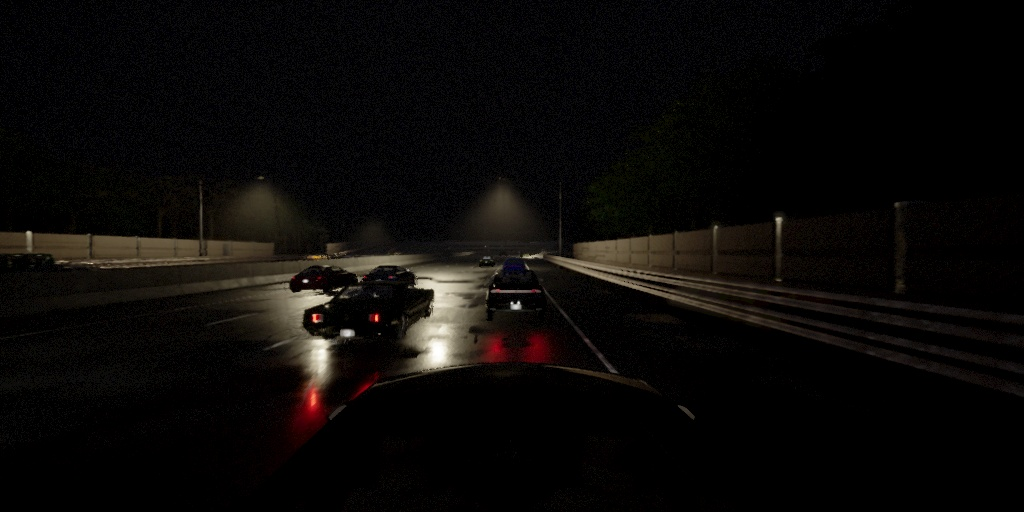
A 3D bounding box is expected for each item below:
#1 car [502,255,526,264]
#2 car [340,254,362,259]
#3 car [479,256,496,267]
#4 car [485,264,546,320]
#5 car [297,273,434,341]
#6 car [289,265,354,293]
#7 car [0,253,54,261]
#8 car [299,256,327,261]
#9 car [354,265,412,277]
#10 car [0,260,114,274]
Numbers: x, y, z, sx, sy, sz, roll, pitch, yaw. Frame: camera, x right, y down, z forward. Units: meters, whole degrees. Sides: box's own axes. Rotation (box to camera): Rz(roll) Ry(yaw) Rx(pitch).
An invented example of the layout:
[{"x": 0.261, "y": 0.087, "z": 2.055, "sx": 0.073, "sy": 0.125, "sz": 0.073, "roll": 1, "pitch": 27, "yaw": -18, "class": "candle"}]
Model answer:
[{"x": 0.196, "y": 0.948, "z": 30.765, "sx": 1.882, "sy": 1.535, "sz": 5.008, "roll": 0, "pitch": 1, "yaw": 0, "class": "car"}, {"x": -24.224, "y": 0.512, "z": 53.977, "sx": 2.128, "sy": 1.511, "sz": 4.902, "roll": 0, "pitch": 1, "yaw": 1, "class": "car"}, {"x": -3.269, "y": 0.697, "z": 48.047, "sx": 1.994, "sy": 1.385, "sz": 4.181, "roll": 0, "pitch": 1, "yaw": 1, "class": "car"}, {"x": 0.118, "y": 1.204, "z": 12.561, "sx": 2.128, "sy": 1.511, "sz": 4.902, "roll": 0, "pitch": 0, "yaw": 0, "class": "car"}, {"x": -3.492, "y": 1.332, "z": 9.847, "sx": 1.895, "sy": 1.301, "sz": 4.718, "roll": 0, "pitch": 0, "yaw": 0, "class": "car"}, {"x": -10.358, "y": 1.204, "z": 20.003, "sx": 1.994, "sy": 1.385, "sz": 4.181, "roll": 0, "pitch": 1, "yaw": 0, "class": "car"}, {"x": -31.543, "y": 0.842, "z": 21.778, "sx": 2.150, "sy": 2.045, "sz": 5.566, "roll": 0, "pitch": 0, "yaw": 0, "class": "car"}, {"x": -20.946, "y": 0.816, "z": 37.630, "sx": 1.882, "sy": 1.535, "sz": 5.008, "roll": 0, "pitch": 1, "yaw": 1, "class": "car"}, {"x": -6.857, "y": 1.201, "z": 20.269, "sx": 1.994, "sy": 1.385, "sz": 4.181, "roll": 0, "pitch": 1, "yaw": 0, "class": "car"}, {"x": -28.033, "y": 1.161, "z": 22.117, "sx": 2.033, "sy": 1.411, "sz": 5.357, "roll": 0, "pitch": 1, "yaw": 0, "class": "car"}]
